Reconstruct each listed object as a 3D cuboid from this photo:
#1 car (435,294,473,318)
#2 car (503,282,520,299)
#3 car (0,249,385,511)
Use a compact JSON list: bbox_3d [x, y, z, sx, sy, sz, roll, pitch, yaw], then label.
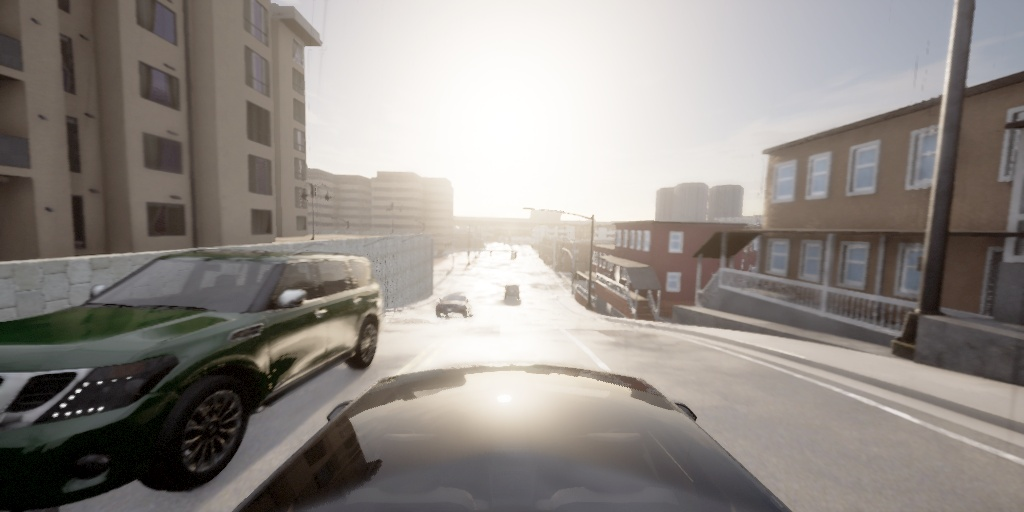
[{"bbox_3d":[-3.572,3.119,22.802,1.812,1.442,4.674,2,-8,0],"label":"car"},{"bbox_3d":[-0.033,4.751,50.815,2.150,2.045,5.566,2,3,-2],"label":"car"},{"bbox_3d":[-3.587,0.921,4.874,2.150,2.045,5.566,2,-1,1],"label":"car"}]
